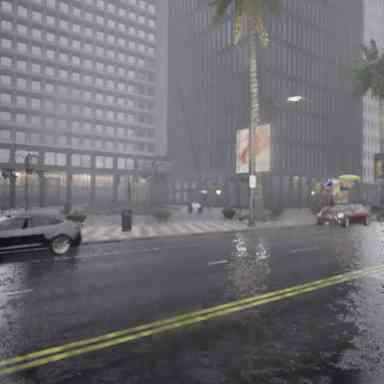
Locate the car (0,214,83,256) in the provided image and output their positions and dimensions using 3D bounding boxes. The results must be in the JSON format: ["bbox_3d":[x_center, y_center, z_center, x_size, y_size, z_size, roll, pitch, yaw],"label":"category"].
[{"bbox_3d":[-6.390,1.540,11.834,4.786,1.482,2.161,1,-1,-37],"label":"car"}]

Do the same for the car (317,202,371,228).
[{"bbox_3d":[11.315,1.640,24.779,4.553,1.767,2.185,1,-1,-37],"label":"car"}]
